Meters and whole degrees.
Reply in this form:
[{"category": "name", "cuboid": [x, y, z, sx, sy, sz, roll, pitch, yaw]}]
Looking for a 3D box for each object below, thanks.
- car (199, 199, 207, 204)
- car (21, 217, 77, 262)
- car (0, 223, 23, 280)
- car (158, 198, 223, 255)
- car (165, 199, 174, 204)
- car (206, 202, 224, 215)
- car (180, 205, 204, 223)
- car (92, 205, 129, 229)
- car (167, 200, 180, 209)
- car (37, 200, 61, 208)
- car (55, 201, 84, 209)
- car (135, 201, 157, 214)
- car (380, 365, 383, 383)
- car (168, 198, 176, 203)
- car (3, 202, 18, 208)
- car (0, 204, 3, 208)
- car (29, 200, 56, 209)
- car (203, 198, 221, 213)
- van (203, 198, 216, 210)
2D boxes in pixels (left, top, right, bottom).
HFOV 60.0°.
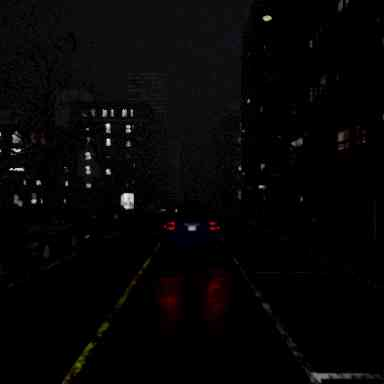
[{"category": "car", "cuboid": [2.695, 2.417, 83.587, 1.802, 1.307, 4.206, 0, -1, 0]}, {"category": "car", "cuboid": [-5.695, 1.670, 12.505, 2.008, 1.369, 4.403, 0, -1, 0]}, {"category": "car", "cuboid": [-5.696, 1.612, 6.978, 1.887, 1.381, 4.507, 0, -1, 0]}, {"category": "car", "cuboid": [0.003, 1.351, 14.028, 2.150, 2.045, 5.566, 0, 0, 0]}, {"category": "car", "cuboid": [-5.686, 2.402, 83.600, 1.947, 1.339, 4.313, 0, -1, 0]}, {"category": "car", "cuboid": [2.689, 1.934, 40.140, 1.887, 1.381, 4.507, 0, -1, 0]}, {"category": "car", "cuboid": [0.006, 1.881, 29.108, 1.895, 1.301, 4.718, 0, -1, 0]}, {"category": "car", "cuboid": [-5.694, 1.666, 23.561, 1.967, 1.590, 4.097, 0, -1, 0]}, {"category": "car", "cuboid": [-2.997, 2.110, 55.455, 1.994, 1.385, 4.181, 0, -1, 0]}, {"category": "car", "cuboid": [-30.263, 2.524, 70.530, 4.097, 1.590, 1.967, -1, 1, 0]}, {"category": "car", "cuboid": [-22.395, 2.499, 61.949, 4.403, 1.369, 2.008, -1, 1, 0]}, {"category": "car", "cuboid": [-5.692, 1.830, 40.143, 1.967, 1.590, 4.097, 0, -1, 0]}, {"category": "car", "cuboid": [2.684, 1.455, 1.450, 1.967, 1.590, 4.097, 0, -1, 0]}, {"category": "car", "cuboid": [-5.685, 2.519, 94.647, 1.947, 1.339, 4.313, 0, -1, 0]}, {"category": "car", "cuboid": [-39.164, 2.795, 70.417, 4.206, 1.307, 1.802, -1, 1, 0]}, {"category": "car", "cuboid": [-38.394, 2.726, 61.879, 4.507, 1.381, 1.887, -1, 1, 0]}, {"category": "car", "cuboid": [-27.964, 2.580, 61.909, 4.403, 1.369, 2.008, -1, 1, 0]}, {"category": "car", "cuboid": [2.688, 1.760, 45.670, 2.192, 1.841, 5.009, 0, -1, 0]}, {"category": "van", "cuboid": [2.689, 1.842, 51.197, 1.690, 1.788, 3.998, 0, -1, 0]}]
